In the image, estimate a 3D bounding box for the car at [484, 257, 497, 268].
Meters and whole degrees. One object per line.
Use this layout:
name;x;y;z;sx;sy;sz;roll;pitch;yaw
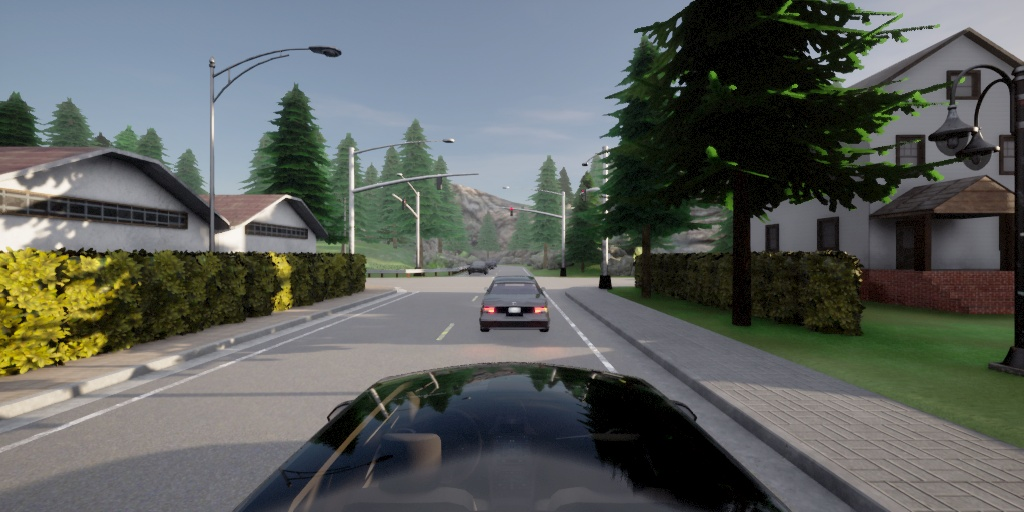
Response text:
car;-3.791;1.101;63.436;2.097;1.767;4.553;0;0;-6

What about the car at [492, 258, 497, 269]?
car;-3.538;1.351;51.196;1.895;1.301;4.718;0;0;0

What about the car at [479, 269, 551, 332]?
car;0.077;1.297;10.807;2.033;1.411;5.357;0;0;0

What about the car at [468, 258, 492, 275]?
car;-3.569;1.227;38.421;1.882;1.535;5.008;0;0;0
